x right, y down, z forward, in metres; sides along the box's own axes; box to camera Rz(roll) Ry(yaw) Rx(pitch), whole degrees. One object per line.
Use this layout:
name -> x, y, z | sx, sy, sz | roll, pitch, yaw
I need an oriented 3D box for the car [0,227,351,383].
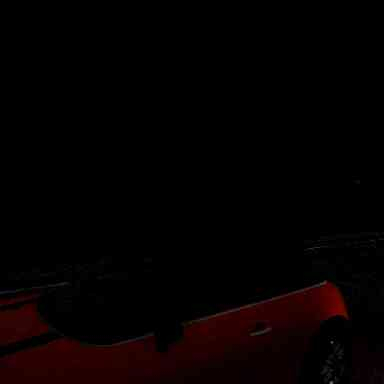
car -> -0.369, 1.344, 3.564 | 4.553, 1.767, 2.097 | 0, 0, -34
